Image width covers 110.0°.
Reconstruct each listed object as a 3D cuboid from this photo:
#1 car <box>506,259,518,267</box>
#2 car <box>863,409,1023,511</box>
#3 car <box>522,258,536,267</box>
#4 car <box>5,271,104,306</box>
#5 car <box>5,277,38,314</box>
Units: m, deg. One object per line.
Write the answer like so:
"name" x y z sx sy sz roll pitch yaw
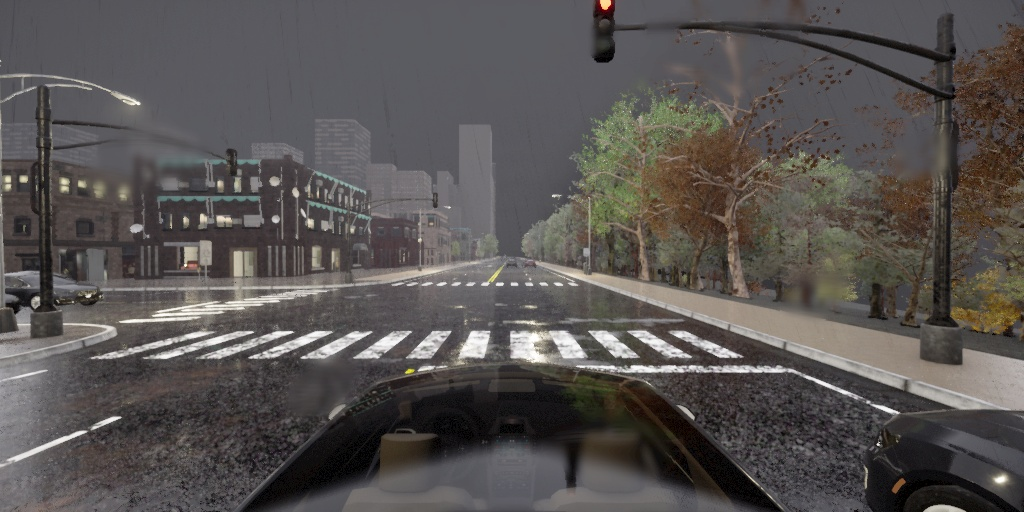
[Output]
"car" -0.048 1.224 63.053 1.837 1.490 4.892 0 0 0
"car" 3.353 1.255 0.435 1.837 1.490 4.892 0 0 0
"car" 3.204 1.245 63.367 1.812 1.442 4.674 0 0 0
"car" -20.315 1.479 15.131 4.892 1.490 1.837 -1 1 0
"car" -19.973 1.564 12.427 4.313 1.339 1.948 0 0 0
